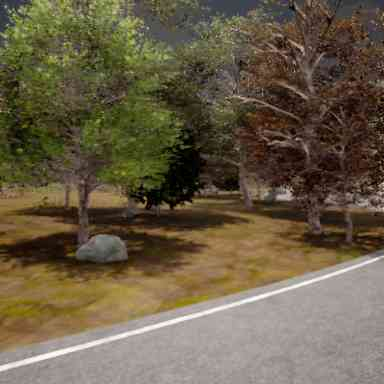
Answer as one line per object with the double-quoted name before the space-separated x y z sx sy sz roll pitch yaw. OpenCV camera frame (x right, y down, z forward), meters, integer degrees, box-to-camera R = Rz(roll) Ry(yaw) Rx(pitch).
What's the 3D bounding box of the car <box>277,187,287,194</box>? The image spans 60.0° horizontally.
"car" 14.659 -0.502 55.748 2.097 1.767 4.553 -3 3 13
